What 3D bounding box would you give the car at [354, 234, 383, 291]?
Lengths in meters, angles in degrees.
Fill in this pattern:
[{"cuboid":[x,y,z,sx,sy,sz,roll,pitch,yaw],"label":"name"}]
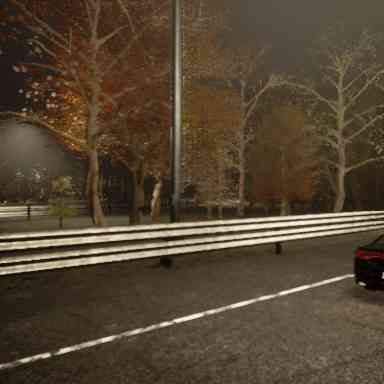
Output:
[{"cuboid":[5.871,1.522,7.957,5.008,1.535,1.882,1,0,-36],"label":"car"}]
